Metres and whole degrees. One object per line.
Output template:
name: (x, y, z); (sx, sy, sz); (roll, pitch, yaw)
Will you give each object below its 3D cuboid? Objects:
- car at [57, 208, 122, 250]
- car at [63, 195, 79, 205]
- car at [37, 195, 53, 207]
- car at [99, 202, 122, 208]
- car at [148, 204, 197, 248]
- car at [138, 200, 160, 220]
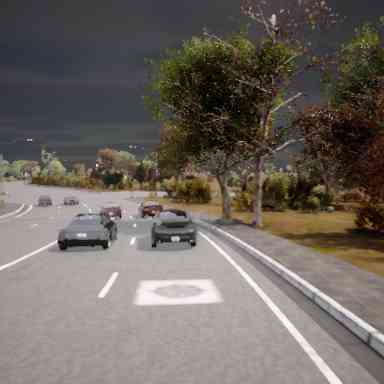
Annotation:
car: (-4.387, 1.601, 14.508); (1.994, 1.385, 4.181); (0, 0, -7)
car: (-17.815, 1.208, 49.001); (1.994, 1.385, 4.181); (-2, 3, -25)
car: (-20.991, 1.255, 47.530); (1.837, 1.490, 4.892); (-2, 3, -25)
car: (-7.188, 1.592, 29.482); (1.812, 1.442, 4.674); (-1, 0, -14)
car: (-0.913, 1.520, 14.929); (1.837, 1.490, 4.892); (0, 0, -7)
car: (-3.796, 1.493, 30.339); (1.882, 1.535, 5.008); (-1, 0, -14)
